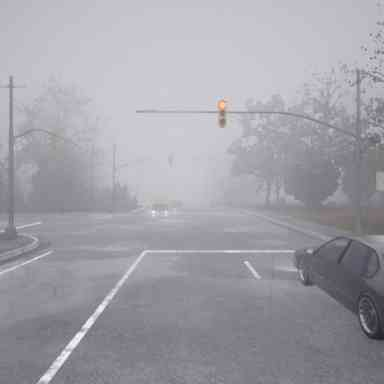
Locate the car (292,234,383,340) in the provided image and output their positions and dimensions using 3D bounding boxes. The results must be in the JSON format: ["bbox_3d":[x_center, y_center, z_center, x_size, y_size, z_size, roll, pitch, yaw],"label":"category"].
[{"bbox_3d":[3.592,1.547,6.458,2.033,1.411,5.357,0,0,0],"label":"car"}]

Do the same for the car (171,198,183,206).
[{"bbox_3d":[-3.094,2.019,65.971,2.033,1.411,5.357,0,-1,-12],"label":"car"}]

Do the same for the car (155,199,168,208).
[{"bbox_3d":[-5.000,1.781,54.351,2.033,1.411,5.357,0,-1,-7],"label":"car"}]

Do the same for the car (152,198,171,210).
[{"bbox_3d":[-4.114,1.552,43.556,1.882,1.535,5.008,0,-1,-3],"label":"car"}]

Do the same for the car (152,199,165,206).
[{"bbox_3d":[-6.599,2.011,64.878,2.033,1.411,5.357,0,-1,-10],"label":"car"}]

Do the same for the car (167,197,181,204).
[{"bbox_3d":[-4.535,2.182,83.014,2.097,1.767,4.553,0,-1,-22],"label":"car"}]
